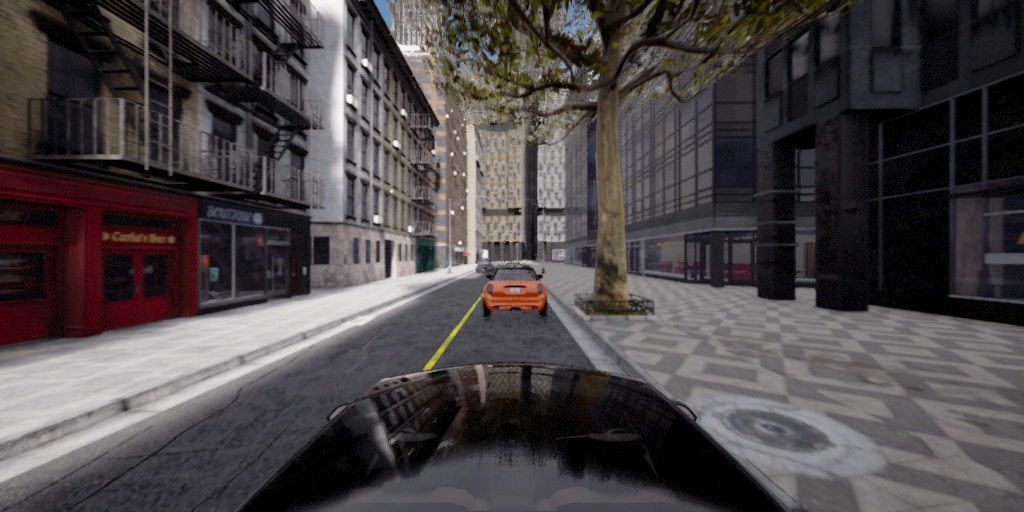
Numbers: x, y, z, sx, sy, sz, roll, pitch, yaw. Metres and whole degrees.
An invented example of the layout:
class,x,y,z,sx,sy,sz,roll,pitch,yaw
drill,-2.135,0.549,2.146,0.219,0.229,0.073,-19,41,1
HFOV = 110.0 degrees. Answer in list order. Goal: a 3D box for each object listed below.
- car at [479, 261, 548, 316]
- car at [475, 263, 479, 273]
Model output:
class,x,y,z,sx,sy,sz,roll,pitch,yaw
car,0.102,1.096,13.372,2.097,1.767,4.553,0,0,0
car,-3.085,1.266,41.449,1.994,1.385,4.181,0,0,0
